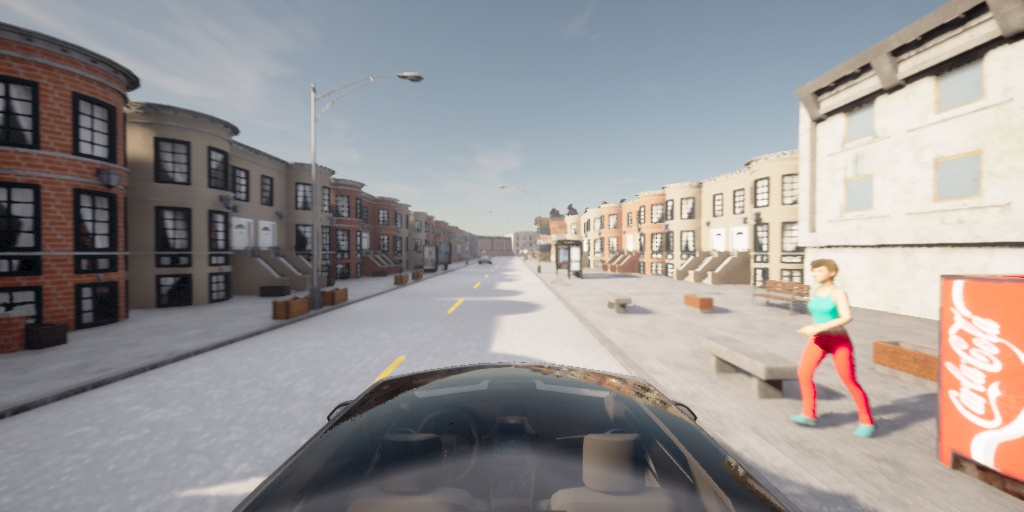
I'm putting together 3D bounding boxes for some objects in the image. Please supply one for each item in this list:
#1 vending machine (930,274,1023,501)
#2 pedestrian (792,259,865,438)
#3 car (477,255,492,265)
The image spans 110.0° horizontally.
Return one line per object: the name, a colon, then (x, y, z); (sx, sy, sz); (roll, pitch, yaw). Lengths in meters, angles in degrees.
vending machine: (4.297, 1.153, 2.756); (1.100, 2.100, 0.880); (0, 0, 0)
pedestrian: (3.326, 0.913, 3.790); (0.375, 1.860, 0.375); (0, 1, 0)
car: (-4.007, 0.607, 53.940); (1.812, 1.442, 4.674); (0, 1, 1)
